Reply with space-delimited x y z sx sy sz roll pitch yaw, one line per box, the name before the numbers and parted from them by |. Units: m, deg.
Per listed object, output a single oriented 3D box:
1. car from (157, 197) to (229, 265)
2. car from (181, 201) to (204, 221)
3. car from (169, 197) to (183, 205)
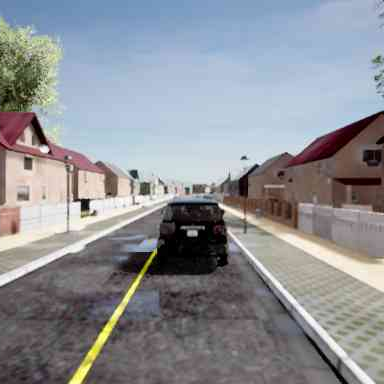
car | 0.035 1.225 11.845 2.150 2.045 5.566 0 0 0
car | 0.054 1.527 28.632 1.812 1.442 4.674 0 0 1
car | -2.778 1.545 59.034 2.033 1.411 5.357 0 0 1
